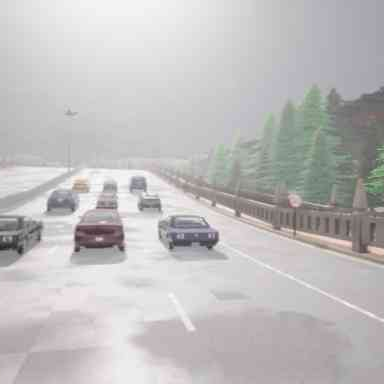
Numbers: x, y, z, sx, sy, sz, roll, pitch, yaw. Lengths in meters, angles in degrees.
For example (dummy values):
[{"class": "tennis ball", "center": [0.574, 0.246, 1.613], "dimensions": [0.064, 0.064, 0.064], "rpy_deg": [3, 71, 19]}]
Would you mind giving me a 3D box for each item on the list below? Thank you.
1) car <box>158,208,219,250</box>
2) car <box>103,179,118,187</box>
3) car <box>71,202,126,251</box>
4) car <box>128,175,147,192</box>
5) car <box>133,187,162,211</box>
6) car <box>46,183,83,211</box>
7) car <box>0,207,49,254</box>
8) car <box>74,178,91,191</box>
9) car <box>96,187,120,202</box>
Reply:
[{"class": "car", "center": [-0.369, 1.636, 14.660], "dimensions": [1.895, 1.301, 4.718], "rpy_deg": [1, 1, -13]}, {"class": "car", "center": [-10.538, -0.921, 42.953], "dimensions": [1.812, 1.442, 4.674], "rpy_deg": [1, 7, -13]}, {"class": "car", "center": [-3.848, 1.453, 14.195], "dimensions": [1.882, 1.535, 5.008], "rpy_deg": [1, 1, -13]}, {"class": "car", "center": [-7.125, -1.183, 43.750], "dimensions": [2.150, 2.045, 5.566], "rpy_deg": [1, 7, -13]}, {"class": "car", "center": [-3.794, 0.727, 29.332], "dimensions": [2.128, 1.511, 4.902], "rpy_deg": [1, 5, -13]}, {"class": "car", "center": [-10.564, 0.499, 27.544], "dimensions": [2.097, 1.767, 4.553], "rpy_deg": [1, 4, -13]}, {"class": "car", "center": [-7.177, 1.534, 13.035], "dimensions": [1.895, 1.301, 4.718], "rpy_deg": [1, 1, -13]}, {"class": "car", "center": [-13.944, -1.020, 42.155], "dimensions": [1.882, 1.535, 5.008], "rpy_deg": [1, 7, -13]}, {"class": "car", "center": [-7.144, 0.754, 28.266], "dimensions": [2.033, 1.411, 5.357], "rpy_deg": [1, 5, -13]}]
